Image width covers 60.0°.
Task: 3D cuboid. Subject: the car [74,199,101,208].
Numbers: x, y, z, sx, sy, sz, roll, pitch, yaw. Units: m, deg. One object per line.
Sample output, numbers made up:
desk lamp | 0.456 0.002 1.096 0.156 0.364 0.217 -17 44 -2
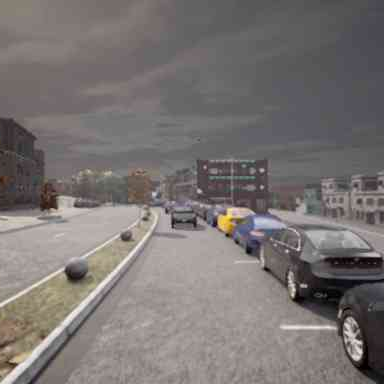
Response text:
car | -22.060 2.484 70.204 5.566 2.045 2.435 0 -2 -15

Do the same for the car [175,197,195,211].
car | -1.234 1.878 52.681 2.435 2.045 5.566 0 -1 -10

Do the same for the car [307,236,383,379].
car | 2.998 1.500 2.879 2.231 1.521 4.892 0 0 0

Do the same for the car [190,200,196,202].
car | 1.228 1.908 36.196 2.002 1.452 4.674 0 -1 -6

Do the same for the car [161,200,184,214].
car | -2.558 2.065 42.265 1.895 1.301 4.718 0 -1 -8

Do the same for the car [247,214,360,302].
car | 2.991 1.542 8.399 2.231 1.521 4.892 0 0 0

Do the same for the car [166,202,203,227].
car | -0.684 1.745 24.875 2.128 1.511 4.902 0 -1 -4

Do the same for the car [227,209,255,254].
car | 2.880 1.643 13.945 2.002 1.452 4.674 0 -1 -1

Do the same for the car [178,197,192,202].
car | -0.298 1.895 47.148 2.185 1.767 4.553 0 -1 -9

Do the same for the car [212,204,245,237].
car | 2.650 1.669 19.489 2.097 1.535 5.008 0 -1 -2

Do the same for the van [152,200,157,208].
van | -7.586 2.777 79.723 1.878 1.987 4.442 0 -2 -15

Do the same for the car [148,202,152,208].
car | -9.140 3.261 84.942 2.163 1.488 4.792 0 -2 -16

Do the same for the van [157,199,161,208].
van | -6.103 2.559 74.391 1.878 1.987 4.442 0 -2 -14

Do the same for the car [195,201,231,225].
car | 1.809 1.832 30.708 2.163 1.488 4.792 0 -1 -5

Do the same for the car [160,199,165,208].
car | -4.722 2.624 68.884 2.002 1.452 4.674 0 -2 -14
